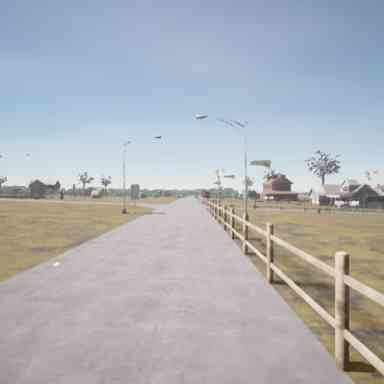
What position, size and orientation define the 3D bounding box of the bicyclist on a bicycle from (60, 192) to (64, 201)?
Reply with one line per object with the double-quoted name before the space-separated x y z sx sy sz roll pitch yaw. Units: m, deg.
"bicyclist on a bicycle" -22.620 0.759 57.735 0.582 1.620 1.656 2 0 0
